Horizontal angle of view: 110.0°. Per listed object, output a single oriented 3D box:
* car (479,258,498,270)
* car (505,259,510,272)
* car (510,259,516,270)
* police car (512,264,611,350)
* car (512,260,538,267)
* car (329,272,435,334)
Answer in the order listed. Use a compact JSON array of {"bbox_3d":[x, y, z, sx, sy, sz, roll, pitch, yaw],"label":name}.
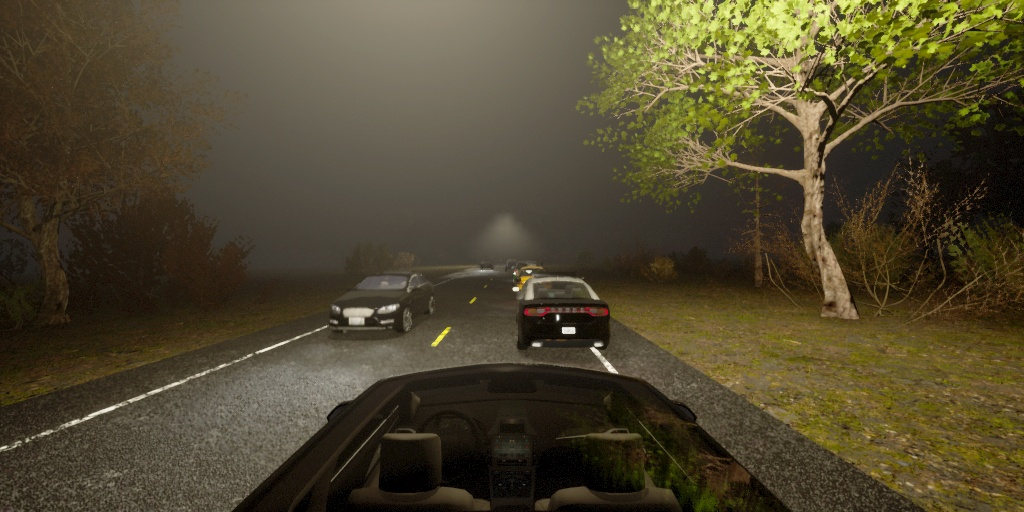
[{"bbox_3d":[-3.597,1.249,51.748,2.128,1.511,4.902,0,0,0],"label":"car"},{"bbox_3d":[0.026,1.283,47.379,1.812,1.442,4.674,0,0,1],"label":"car"},{"bbox_3d":[1.049,1.106,25.092,2.097,1.767,4.553,0,0,0],"label":"car"},{"bbox_3d":[1.050,1.177,9.230,1.930,1.638,5.238,0,0,0],"label":"police car"},{"bbox_3d":[1.049,1.209,19.312,1.801,1.575,5.366,0,0,0],"label":"car"},{"bbox_3d":[-3.600,1.244,10.756,2.128,1.511,4.902,0,0,0],"label":"car"}]
